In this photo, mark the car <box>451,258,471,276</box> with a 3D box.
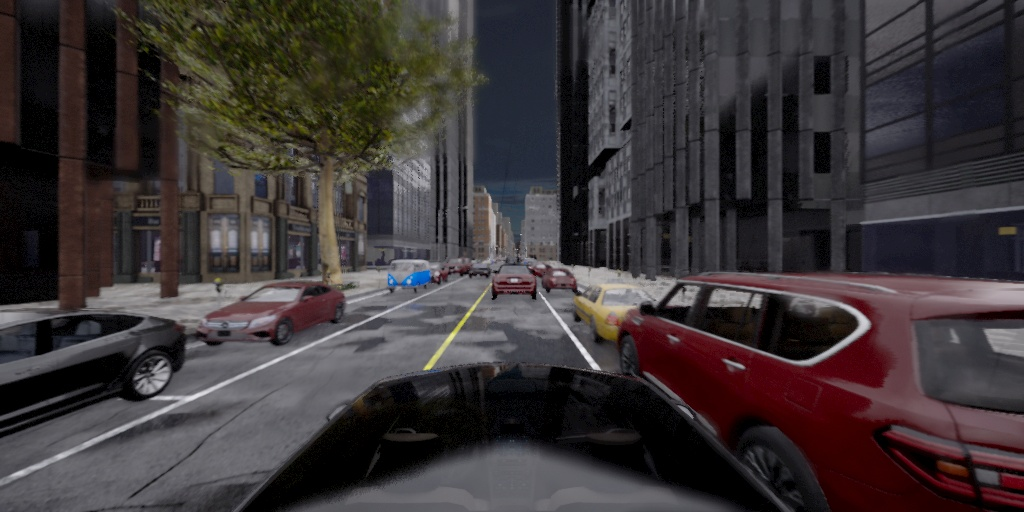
[{"bbox_3d":[-5.851,1.135,37.582,2.192,1.841,5.009,0,0,0],"label":"car"}]

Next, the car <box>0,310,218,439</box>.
[{"bbox_3d":[-5.857,1.317,3.747,1.948,1.339,4.313,0,0,0],"label":"car"}]

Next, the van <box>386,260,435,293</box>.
[{"bbox_3d":[-5.854,1.119,20.663,1.690,1.789,3.998,0,0,0],"label":"van"}]

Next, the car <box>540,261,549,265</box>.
[{"bbox_3d":[2.674,1.351,31.928,1.888,1.381,4.507,0,0,0],"label":"car"}]

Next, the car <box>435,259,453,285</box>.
[{"bbox_3d":[-5.853,1.232,26.303,1.967,1.591,4.097,0,0,0],"label":"car"}]

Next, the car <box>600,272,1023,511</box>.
[{"bbox_3d":[2.668,1.066,3.736,2.192,1.841,5.009,0,0,0],"label":"car"}]

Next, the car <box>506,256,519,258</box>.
[{"bbox_3d":[0.108,1.061,44.798,2.150,2.045,5.566,0,0,0],"label":"car"}]

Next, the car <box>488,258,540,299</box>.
[{"bbox_3d":[0.104,1.124,18.221,2.097,1.767,4.553,0,0,0],"label":"car"}]

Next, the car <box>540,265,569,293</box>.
[{"bbox_3d":[2.672,1.360,20.649,1.802,1.307,4.207,0,0,0],"label":"car"}]

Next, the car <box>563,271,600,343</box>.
[{"bbox_3d":[2.670,1.281,9.543,1.751,1.417,4.829,0,0,0],"label":"car"}]

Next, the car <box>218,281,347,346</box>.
[{"bbox_3d":[-5.856,1.337,9.385,1.802,1.307,4.207,0,0,0],"label":"car"}]

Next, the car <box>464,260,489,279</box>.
[{"bbox_3d":[-2.994,1.367,34.384,2.033,1.411,5.357,0,0,0],"label":"car"}]
